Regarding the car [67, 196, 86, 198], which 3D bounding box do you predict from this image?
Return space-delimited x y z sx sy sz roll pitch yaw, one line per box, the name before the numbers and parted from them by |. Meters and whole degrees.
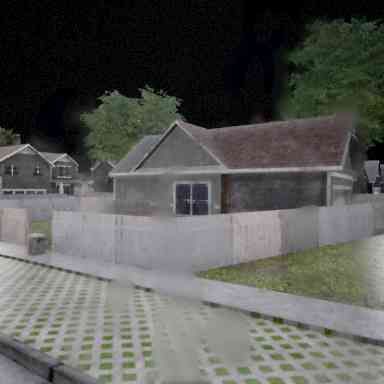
car | -12.753 1.166 36.183 1.837 1.490 4.892 1 1 34
